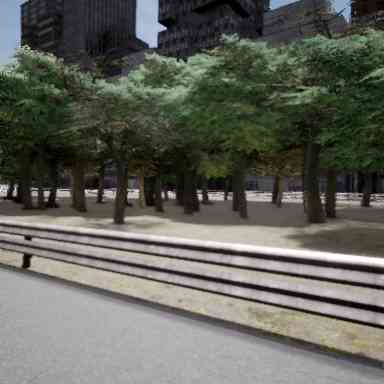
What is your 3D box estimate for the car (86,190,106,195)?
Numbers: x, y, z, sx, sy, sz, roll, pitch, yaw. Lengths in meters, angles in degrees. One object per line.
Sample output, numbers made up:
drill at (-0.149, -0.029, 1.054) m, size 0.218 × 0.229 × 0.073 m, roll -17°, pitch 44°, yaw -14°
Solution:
car at (-21.209, -0.153, 73.094) m, size 4.674 × 1.442 × 1.812 m, roll 1°, pitch 1°, yaw 8°
